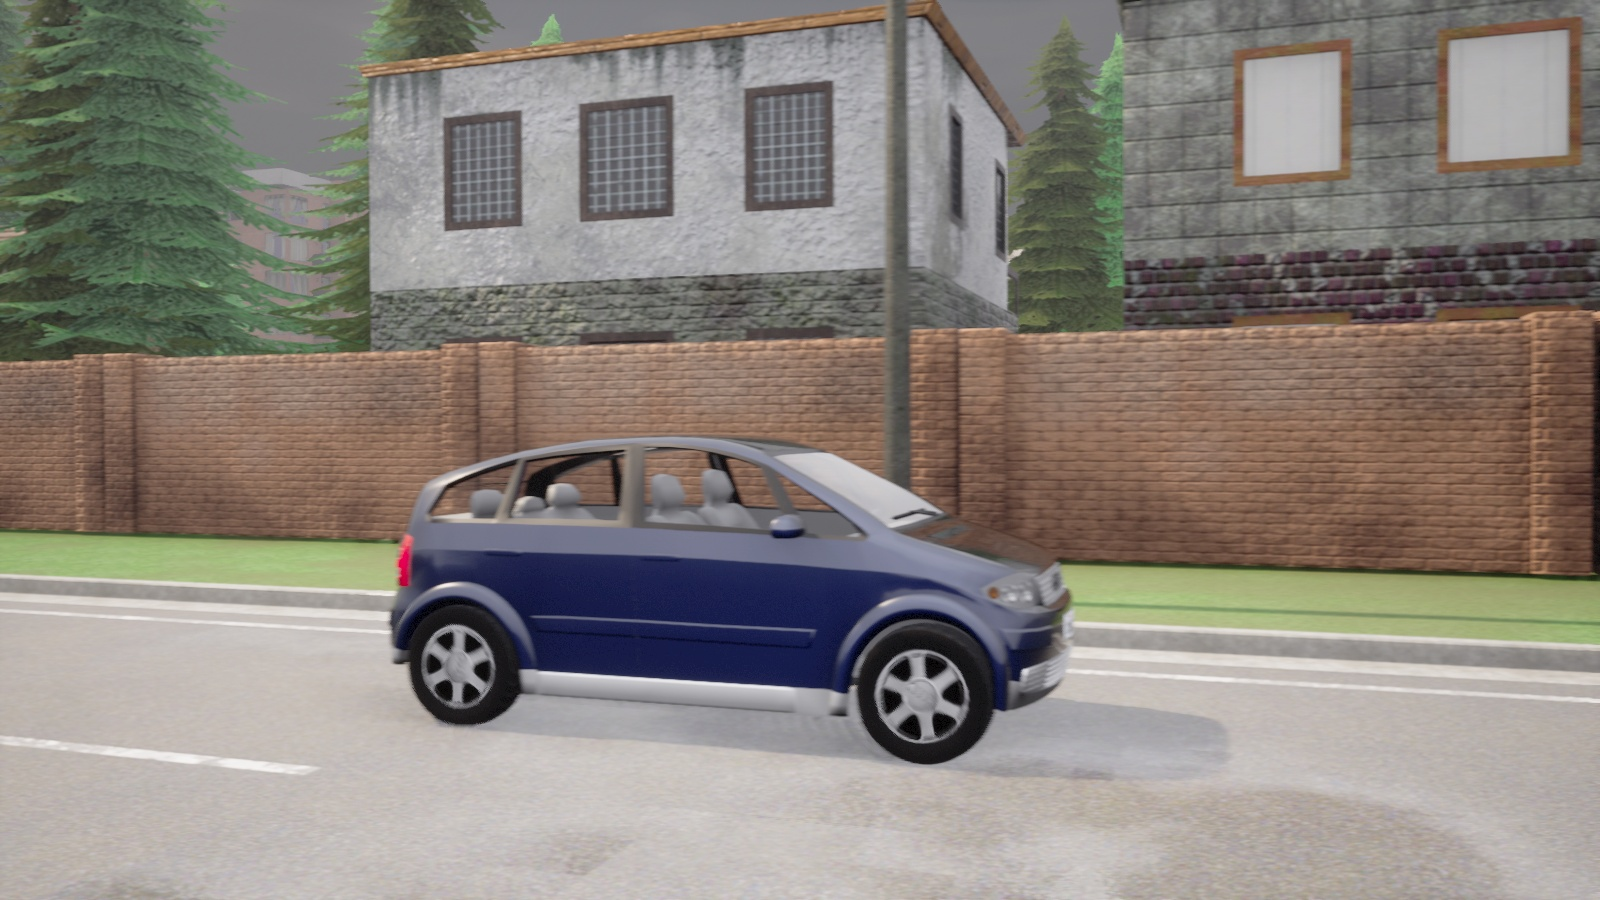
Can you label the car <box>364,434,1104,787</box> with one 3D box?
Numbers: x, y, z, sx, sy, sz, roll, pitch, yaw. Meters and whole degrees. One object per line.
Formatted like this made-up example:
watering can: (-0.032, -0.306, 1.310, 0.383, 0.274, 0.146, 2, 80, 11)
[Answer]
car: (-0.293, 0.692, 6.983, 3.705, 1.549, 1.789, 0, 1, 19)
